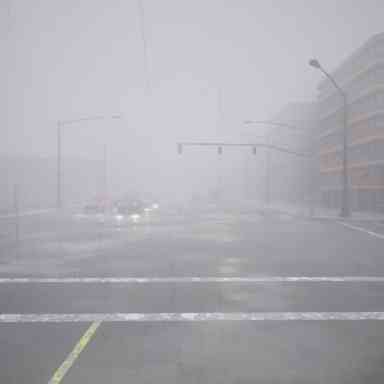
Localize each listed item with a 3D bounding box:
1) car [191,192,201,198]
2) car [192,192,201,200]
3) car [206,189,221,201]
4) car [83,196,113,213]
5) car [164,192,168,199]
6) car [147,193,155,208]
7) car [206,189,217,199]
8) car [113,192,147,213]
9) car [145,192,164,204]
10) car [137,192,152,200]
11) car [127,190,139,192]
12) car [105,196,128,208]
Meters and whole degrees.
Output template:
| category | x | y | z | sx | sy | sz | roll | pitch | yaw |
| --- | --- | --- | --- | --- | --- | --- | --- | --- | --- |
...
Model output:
| category | x | y | z | sx | sy | sz | roll | pitch | yaw |
| --- | --- | --- | --- | --- | --- | --- | --- | --- | --- |
| car | 0.883 | 0.649 | 75.841 | 2.033 | 1.411 | 5.357 | 0 | 1 | 0 |
| car | 0.854 | 0.959 | 65.865 | 1.895 | 1.301 | 4.718 | 0 | 1 | 0 |
| car | 4.453 | 0.593 | 65.123 | 2.150 | 2.045 | 5.566 | 0 | 1 | 0 |
| car | -9.835 | 1.225 | 34.932 | 2.097 | 1.767 | 4.553 | 0 | 1 | 0 |
| car | -6.137 | 0.723 | 68.934 | 1.895 | 1.301 | 4.718 | 0 | 1 | 0 |
| car | -6.310 | 1.277 | 43.472 | 1.812 | 1.442 | 4.674 | 0 | 1 | 0 |
| car | 4.383 | 0.428 | 75.739 | 2.150 | 2.045 | 5.566 | 0 | 1 | 0 |
| car | -6.337 | 1.226 | 34.590 | 2.097 | 1.767 | 4.553 | 0 | 1 | 0 |
| car | -6.269 | 1.056 | 54.245 | 2.128 | 1.511 | 4.902 | 0 | 1 | 0 |
| car | -9.648 | 0.815 | 67.902 | 2.128 | 1.511 | 4.902 | 0 | 1 | 0 |
| car | -9.765 | 0.786 | 54.230 | 2.150 | 2.045 | 5.566 | 0 | 1 | 0 |
| car | -9.810 | 1.314 | 43.575 | 1.994 | 1.385 | 4.181 | 0 | 1 | 0 |
